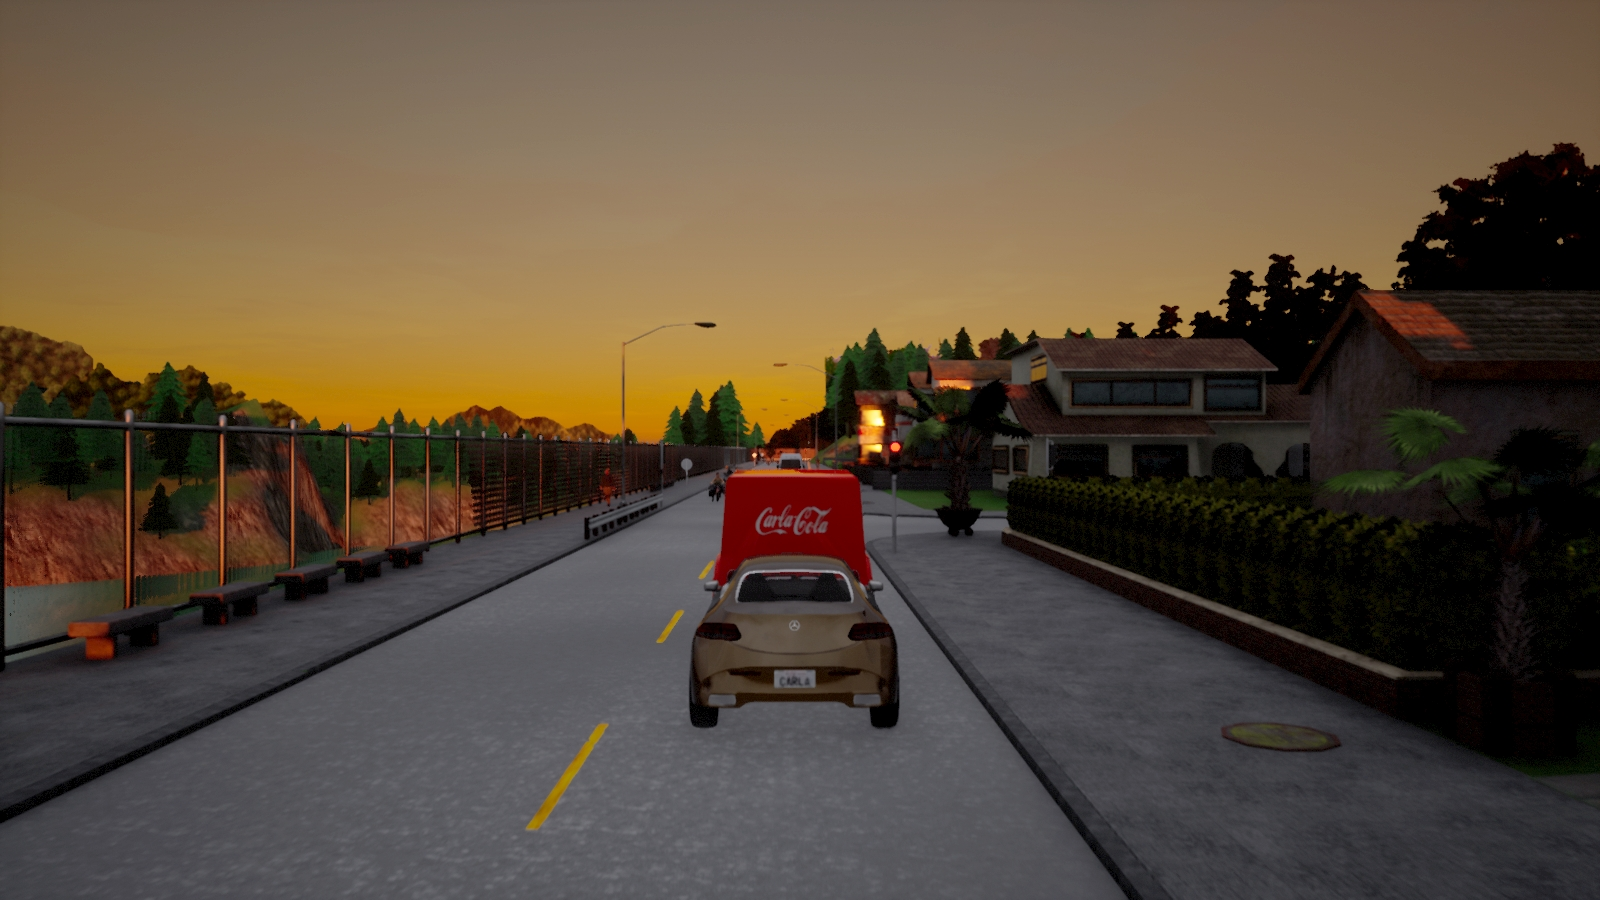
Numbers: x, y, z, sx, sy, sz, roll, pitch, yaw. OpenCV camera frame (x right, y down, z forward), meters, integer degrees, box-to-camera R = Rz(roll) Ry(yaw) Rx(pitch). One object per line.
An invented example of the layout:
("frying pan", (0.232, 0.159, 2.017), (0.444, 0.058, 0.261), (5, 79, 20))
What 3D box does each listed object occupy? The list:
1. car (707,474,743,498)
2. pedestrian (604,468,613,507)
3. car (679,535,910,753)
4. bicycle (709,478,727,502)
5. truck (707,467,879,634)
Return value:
("car", (-4.543, 2.184, 69.842), (1.895, 1.301, 4.718), (0, 0, 0))
("pedestrian", (-9.022, 1.767, 53.791), (0.375, 1.860, 0.375), (0, 0, 0))
("car", (-0.070, 1.998, 13.179), (2.152, 1.651, 5.027), (0, 0, 0))
("bicycle", (-4.472, 2.184, 62.185), (0.859, 1.276, 1.487), (0, 0, 0))
("truck", (-0.126, 1.577, 20.100), (2.627, 2.467, 5.204), (0, 0, 0))
